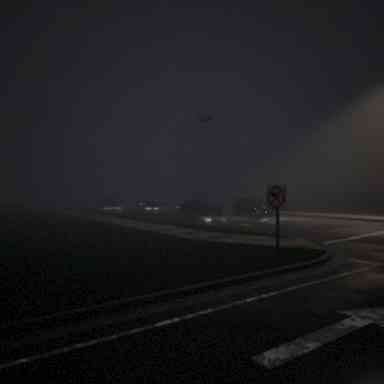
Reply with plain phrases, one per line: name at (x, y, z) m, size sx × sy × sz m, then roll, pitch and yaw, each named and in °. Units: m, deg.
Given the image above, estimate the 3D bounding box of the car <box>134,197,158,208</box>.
car at (-6.550, 1.467, 47.252) m, size 1.994 × 1.385 × 4.181 m, roll 0°, pitch 0°, yaw -36°

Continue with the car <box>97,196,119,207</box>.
car at (-12.567, 1.396, 49.648) m, size 1.882 × 1.535 × 5.008 m, roll 0°, pitch 0°, yaw -35°

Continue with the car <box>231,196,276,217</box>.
car at (5.726, 1.254, 30.362) m, size 2.097 × 1.767 × 4.553 m, roll 0°, pitch 0°, yaw -36°

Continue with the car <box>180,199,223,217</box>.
car at (0.803, 1.395, 31.169) m, size 1.882 × 1.535 × 5.008 m, roll 0°, pitch 0°, yaw -36°
